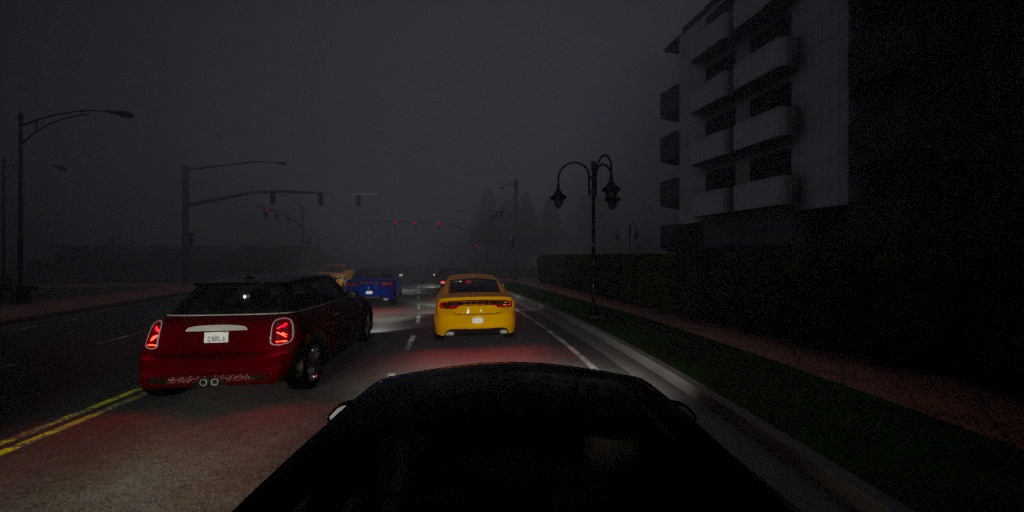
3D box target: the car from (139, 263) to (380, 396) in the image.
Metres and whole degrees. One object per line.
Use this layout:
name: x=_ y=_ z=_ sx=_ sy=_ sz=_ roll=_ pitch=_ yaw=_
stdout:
car: x=-4.210 y=1.102 z=6.871 sx=2.097 sy=1.767 sz=4.553 roll=0 pitch=0 yaw=-8

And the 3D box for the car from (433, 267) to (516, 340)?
car: x=-1.155 y=1.227 z=10.112 sx=1.882 sy=1.535 sz=5.008 roll=0 pitch=0 yaw=-10

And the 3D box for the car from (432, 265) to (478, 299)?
car: x=-3.277 y=1.296 z=19.705 sx=2.033 sy=1.411 sz=5.357 roll=0 pitch=0 yaw=-14

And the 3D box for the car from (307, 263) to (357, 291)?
car: x=-11.484 y=1.247 z=23.210 sx=1.882 sy=1.535 sz=5.008 roll=0 pitch=0 yaw=-15

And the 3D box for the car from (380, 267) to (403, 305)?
car: x=-5.966 y=1.227 z=15.933 sx=1.882 sy=1.535 sz=5.008 roll=0 pitch=0 yaw=-14
